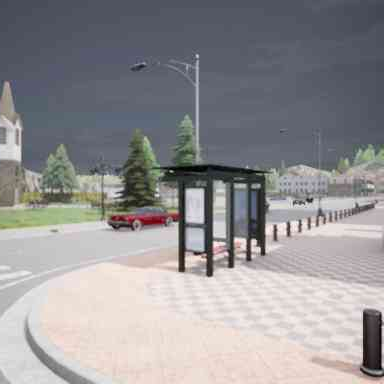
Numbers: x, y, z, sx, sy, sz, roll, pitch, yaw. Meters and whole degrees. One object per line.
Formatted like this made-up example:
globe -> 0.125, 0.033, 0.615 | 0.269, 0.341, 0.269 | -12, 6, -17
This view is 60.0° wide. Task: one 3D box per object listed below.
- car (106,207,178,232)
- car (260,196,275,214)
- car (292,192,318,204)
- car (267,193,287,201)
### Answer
car -> -2.919, 1.585, 20.455 | 1.895, 1.301, 4.718 | 0, 0, 35
car -> 6.399, 1.489, 33.728 | 1.837, 1.490, 4.892 | 0, 0, 35
car -> 15.642, 1.116, 46.746 | 1.882, 1.535, 5.008 | 0, 0, 35
car -> 20.048, 1.373, 77.213 | 3.633, 1.501, 1.845 | 0, 0, 35
